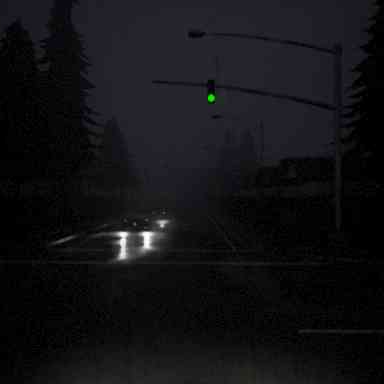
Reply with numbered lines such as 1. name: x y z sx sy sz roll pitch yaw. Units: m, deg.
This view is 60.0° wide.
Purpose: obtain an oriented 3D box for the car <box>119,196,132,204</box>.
1. car: -16.677 1.774 77.298 3.866 1.878 1.905 0 -1 0

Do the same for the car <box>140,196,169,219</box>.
1. car: -3.550 1.525 33.533 2.150 2.045 5.566 0 -1 -1

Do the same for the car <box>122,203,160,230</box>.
1. car: -3.551 1.737 22.952 1.812 1.442 4.674 0 -1 0

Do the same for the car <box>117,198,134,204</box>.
1. car: -16.081 2.087 80.623 3.806 1.475 1.970 0 -1 0
